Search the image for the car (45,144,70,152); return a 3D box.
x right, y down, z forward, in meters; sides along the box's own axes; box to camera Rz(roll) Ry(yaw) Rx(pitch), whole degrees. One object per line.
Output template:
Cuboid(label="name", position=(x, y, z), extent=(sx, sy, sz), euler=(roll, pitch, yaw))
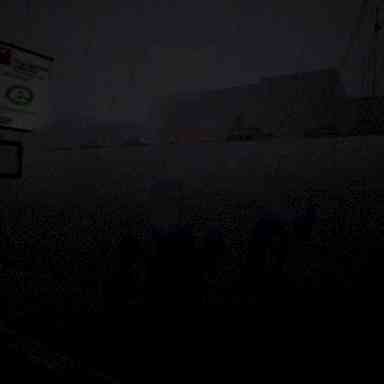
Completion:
Cuboid(label="car", position=(-13.981, -4.492, 36.229), extent=(4.892, 1.521, 2.231), euler=(2, 1, 34))

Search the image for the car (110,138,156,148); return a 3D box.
Cuboid(label="car", position=(-4.769, -4.130, 30.105), extent=(4.674, 1.452, 2.002), euler=(2, 1, 33))

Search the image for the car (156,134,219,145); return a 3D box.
Cuboid(label="car", position=(-0.057, -3.994, 27.178), extent=(5.008, 1.535, 2.097), euler=(2, 1, 32))

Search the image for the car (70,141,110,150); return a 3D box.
Cuboid(label="car", position=(-9.415, -4.340, 33.131), extent=(4.892, 1.521, 2.231), euler=(2, 1, 34))

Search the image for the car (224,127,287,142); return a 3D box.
Cuboid(label="car", position=(4.697, -3.945, 24.363), extent=(4.553, 1.767, 2.185), euler=(2, 1, 31))

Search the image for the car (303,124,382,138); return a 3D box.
Cuboid(label="car", position=(9.688, -3.609, 21.567), extent=(4.792, 1.488, 2.163), euler=(2, 1, 29))
